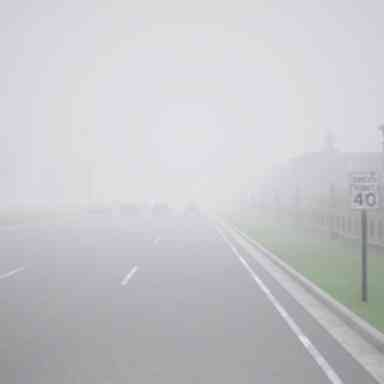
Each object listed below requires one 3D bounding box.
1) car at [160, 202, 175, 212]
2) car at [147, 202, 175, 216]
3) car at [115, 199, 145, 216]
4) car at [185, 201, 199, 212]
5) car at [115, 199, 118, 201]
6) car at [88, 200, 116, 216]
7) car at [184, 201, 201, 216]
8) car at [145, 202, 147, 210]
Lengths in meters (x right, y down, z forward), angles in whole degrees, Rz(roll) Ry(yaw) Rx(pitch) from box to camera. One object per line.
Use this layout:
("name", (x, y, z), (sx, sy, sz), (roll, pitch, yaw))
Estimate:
("car", (-3.495, 2.102, 48.483), (1.895, 1.301, 4.718), (0, -1, 0))
("car", (-3.496, 1.885, 38.011), (2.128, 1.511, 4.902), (0, -1, 0))
("car", (-6.996, 1.871, 38.012), (1.882, 1.535, 5.008), (0, -1, 0))
("car", (0.005, 2.027, 48.430), (1.812, 1.442, 4.674), (0, -1, 0))
("car", (-10.495, 1.853, 48.403), (2.097, 1.767, 4.553), (0, -1, 0))
("car", (-10.496, 1.961, 38.394), (1.994, 1.385, 4.181), (0, -1, 0))
("car", (0.004, 1.941, 38.010), (2.033, 1.411, 5.357), (0, -1, 0))
("car", (-6.995, 2.065, 48.430), (1.994, 1.385, 4.181), (0, -1, 0))
